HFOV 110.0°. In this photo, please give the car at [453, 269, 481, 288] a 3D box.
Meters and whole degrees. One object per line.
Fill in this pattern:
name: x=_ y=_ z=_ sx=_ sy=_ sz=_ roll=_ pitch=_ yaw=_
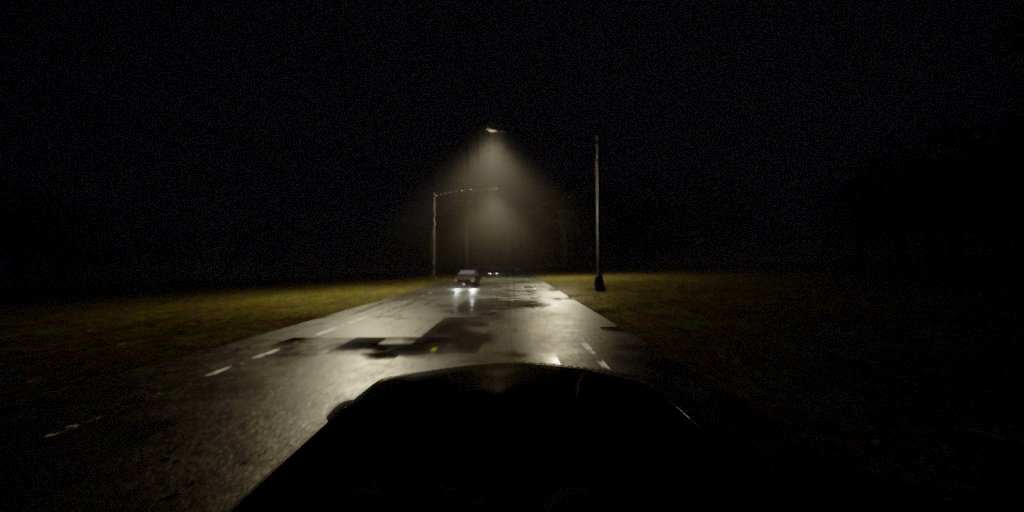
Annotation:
car: x=-3.617 y=1.789 z=29.615 sx=2.033 sy=1.411 sz=5.357 roll=0 pitch=-1 yaw=0
